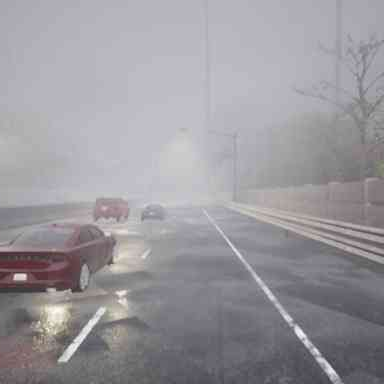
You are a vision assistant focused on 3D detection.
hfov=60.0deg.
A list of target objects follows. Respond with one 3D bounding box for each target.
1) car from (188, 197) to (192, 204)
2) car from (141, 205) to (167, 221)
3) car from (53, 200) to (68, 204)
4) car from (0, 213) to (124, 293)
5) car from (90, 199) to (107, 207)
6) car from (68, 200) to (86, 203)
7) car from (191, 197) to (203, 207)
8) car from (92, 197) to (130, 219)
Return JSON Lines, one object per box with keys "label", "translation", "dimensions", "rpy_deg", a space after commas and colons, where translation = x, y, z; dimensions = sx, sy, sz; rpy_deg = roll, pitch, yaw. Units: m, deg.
{"label": "car", "translation": [0.014, 2.364, 84.442], "dimensions": [1.895, 1.301, 4.718], "rpy_deg": [0, -1, 0]}
{"label": "car", "translation": [-3.398, 1.822, 30.284], "dimensions": [1.994, 1.385, 4.181], "rpy_deg": [0, -1, 0]}
{"label": "car", "translation": [-24.493, 2.106, 62.452], "dimensions": [1.994, 1.385, 4.181], "rpy_deg": [0, 0, 0]}
{"label": "car", "translation": [-3.402, 1.552, 9.067], "dimensions": [1.882, 1.535, 5.008], "rpy_deg": [0, 0, 0]}
{"label": "car", "translation": [-17.500, 2.054, 62.295], "dimensions": [1.837, 1.490, 4.892], "rpy_deg": [0, 0, 0]}
{"label": "car", "translation": [-20.998, 2.107, 62.188], "dimensions": [1.994, 1.385, 4.181], "rpy_deg": [0, -1, 0]}
{"label": "car", "translation": [1.236, 2.043, 65.834], "dimensions": [1.801, 1.575, 5.366], "rpy_deg": [0, -1, 0]}
{"label": "car", "translation": [-6.895, 1.467, 28.856], "dimensions": [2.150, 2.045, 5.566], "rpy_deg": [0, -1, 0]}
